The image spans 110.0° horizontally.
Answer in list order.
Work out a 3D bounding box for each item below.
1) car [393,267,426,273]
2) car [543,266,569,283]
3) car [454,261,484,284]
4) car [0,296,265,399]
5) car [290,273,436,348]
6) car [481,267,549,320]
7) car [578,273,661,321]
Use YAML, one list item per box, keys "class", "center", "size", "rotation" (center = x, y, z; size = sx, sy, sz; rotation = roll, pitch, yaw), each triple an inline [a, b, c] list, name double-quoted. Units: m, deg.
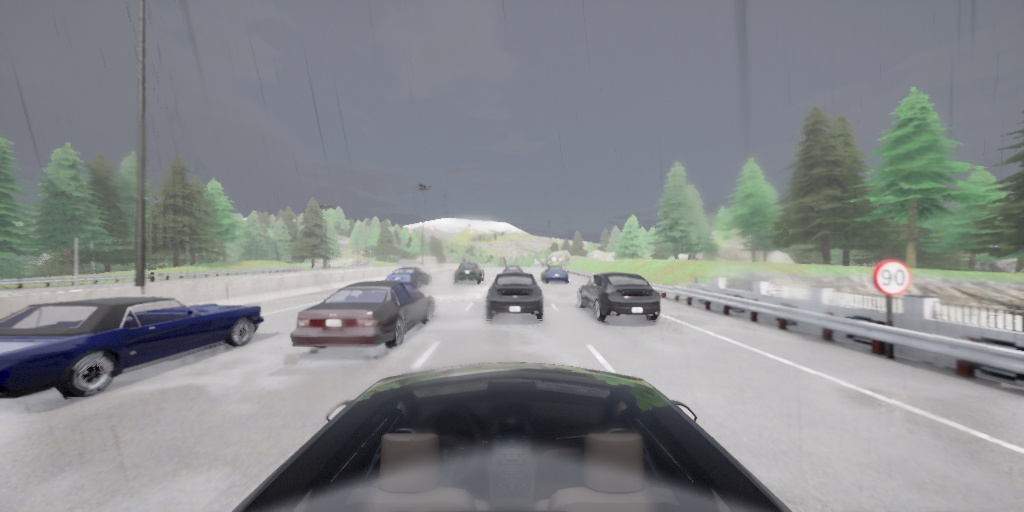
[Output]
- class: "car"
  center: [-6.914, 1.448, 24.346]
  size: [2.033, 1.411, 5.357]
  rotation: [0, 0, 0]
- class: "car"
  center: [3.581, 1.503, 30.448]
  size: [1.994, 1.385, 4.181]
  rotation: [0, 0, 0]
- class: "car"
  center: [-3.418, 1.288, 29.542]
  size: [2.097, 1.767, 4.553]
  rotation: [0, 0, 0]
- class: "car"
  center: [-6.902, 1.379, 6.503]
  size: [1.895, 1.301, 4.718]
  rotation: [0, 0, 0]
- class: "car"
  center: [-3.404, 1.344, 9.356]
  size: [2.033, 1.411, 5.357]
  rotation: [0, 0, 0]
- class: "car"
  center: [0.093, 1.324, 12.938]
  size: [1.837, 1.490, 4.892]
  rotation: [0, 0, 0]
- class: "car"
  center: [3.594, 1.321, 12.711]
  size: [1.837, 1.490, 4.892]
  rotation: [0, 0, 0]
